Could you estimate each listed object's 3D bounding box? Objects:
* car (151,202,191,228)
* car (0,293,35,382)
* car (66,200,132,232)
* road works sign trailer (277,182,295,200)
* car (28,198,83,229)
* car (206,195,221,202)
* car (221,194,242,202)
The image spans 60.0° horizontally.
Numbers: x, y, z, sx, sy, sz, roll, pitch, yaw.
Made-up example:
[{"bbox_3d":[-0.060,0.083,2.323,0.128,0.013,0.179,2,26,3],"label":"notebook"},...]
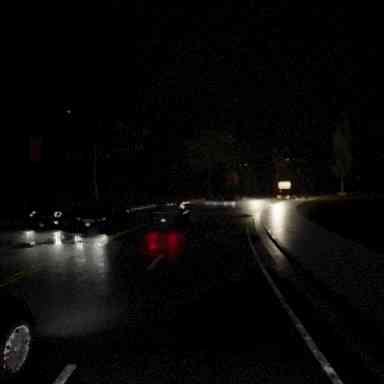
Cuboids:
[{"bbox_3d":[-1.241,1.373,21.141,2.128,1.511,4.902,0,0,9],"label":"car"},{"bbox_3d":[-3.015,1.509,2.457,1.812,1.442,4.674,0,0,1],"label":"car"},{"bbox_3d":[-4.986,1.389,19.446,2.128,1.511,4.902,0,0,9],"label":"car"},{"bbox_3d":[18.676,-0.290,66.874,2.380,3.560,2.880,-1,1,34],"label":"road works sign trailer"},{"bbox_3d":[-8.059,1.249,20.789,2.097,1.767,4.553,0,0,9],"label":"car"},{"bbox_3d":[4.200,1.133,60.405,1.895,1.301,4.718,0,1,27],"label":"car"},{"bbox_3d":[7.356,1.101,59.581,1.895,1.301,4.718,0,1,26],"label":"car"}]
